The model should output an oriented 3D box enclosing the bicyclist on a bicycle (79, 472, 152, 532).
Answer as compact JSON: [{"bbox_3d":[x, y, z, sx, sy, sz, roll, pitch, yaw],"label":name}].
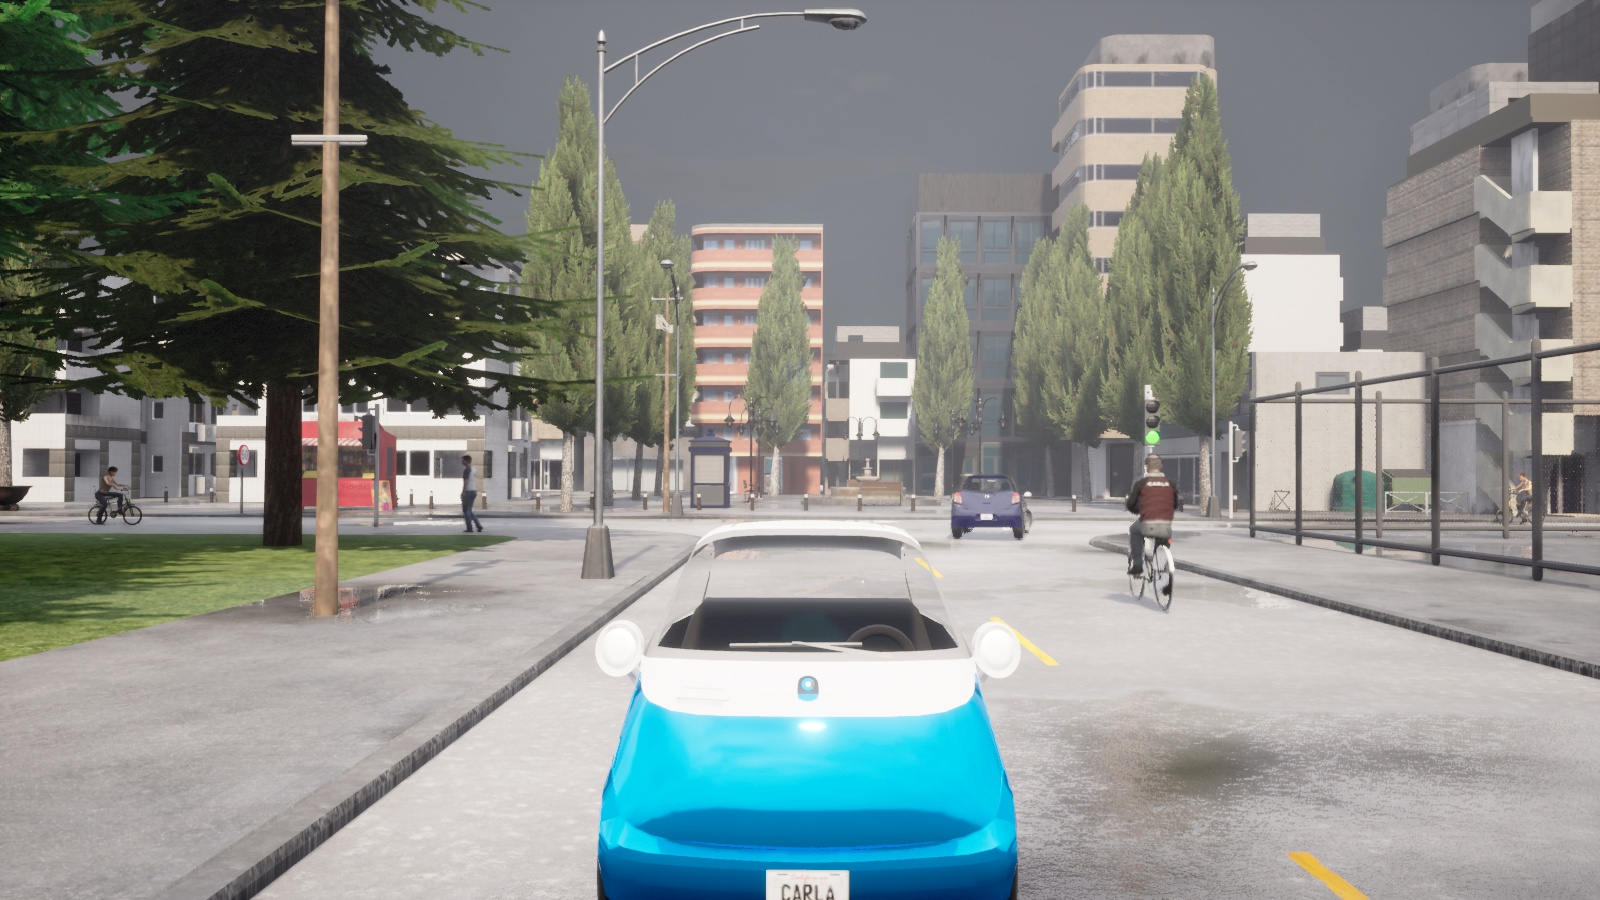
[{"bbox_3d":[-18.738,1.402,34.391,1.509,1.612,0.866,0,-1,1],"label":"bicyclist on a bicycle"}]

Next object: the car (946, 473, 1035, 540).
[{"bbox_3d":[4.676,1.319,30.431,1.845,1.501,3.633,-1,-1,13],"label":"car"}]

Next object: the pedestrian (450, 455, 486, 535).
[{"bbox_3d":[-7.652,1.040,28.942,0.706,1.836,0.354,0,-1,6],"label":"pedestrian"}]

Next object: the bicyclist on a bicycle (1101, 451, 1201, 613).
[{"bbox_3d":[4.075,0.915,14.714,0.659,1.776,1.843,0,-1,0],"label":"bicyclist on a bicycle"}]

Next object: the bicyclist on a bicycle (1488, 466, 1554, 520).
[{"bbox_3d":[21.948,1.304,38.248,1.509,1.612,0.866,0,-1,0],"label":"bicyclist on a bicycle"}]

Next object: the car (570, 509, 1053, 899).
[{"bbox_3d":[0.037,0.953,4.965,1.481,1.376,2.207,0,-1,0],"label":"car"}]
